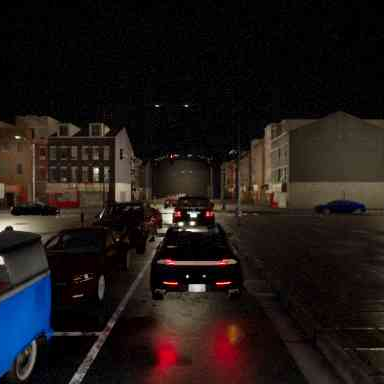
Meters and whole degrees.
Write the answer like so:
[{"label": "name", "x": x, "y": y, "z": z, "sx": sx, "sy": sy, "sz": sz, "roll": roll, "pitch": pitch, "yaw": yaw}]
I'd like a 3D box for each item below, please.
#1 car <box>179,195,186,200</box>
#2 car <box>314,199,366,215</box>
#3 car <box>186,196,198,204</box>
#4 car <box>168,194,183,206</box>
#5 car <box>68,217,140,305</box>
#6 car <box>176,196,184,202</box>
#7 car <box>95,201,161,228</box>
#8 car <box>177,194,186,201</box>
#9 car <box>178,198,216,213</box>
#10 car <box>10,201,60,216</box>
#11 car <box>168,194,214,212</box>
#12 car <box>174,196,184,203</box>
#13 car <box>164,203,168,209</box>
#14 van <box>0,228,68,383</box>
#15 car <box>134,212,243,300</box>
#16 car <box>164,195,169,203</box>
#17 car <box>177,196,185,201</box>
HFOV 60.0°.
[{"label": "car", "x": -2.736, "y": 1.538, "z": 94.261, "sx": 1.967, "sy": 1.590, "sz": 4.097, "roll": 0, "pitch": 0, "yaw": 0}, {"label": "car", "x": 14.963, "y": 1.497, "z": 33.795, "sx": 5.008, "sy": 1.535, "sz": 1.882, "roll": 0, "pitch": 0, "yaw": 0}, {"label": "car", "x": 0.032, "y": 1.534, "z": 64.765, "sx": 2.128, "sy": 1.511, "sz": 4.902, "roll": 0, "pitch": 0, "yaw": 0}, {"label": "car", "x": -2.700, "y": 1.345, "z": 56.273, "sx": 2.192, "sy": 1.841, "sz": 5.009, "roll": 0, "pitch": 0, "yaw": 0}, {"label": "car", "x": -2.651, "y": 1.544, "z": 8.142, "sx": 1.887, "sy": 1.381, "sz": 4.507, "roll": 0, "pitch": 0, "yaw": 0}, {"label": "car", "x": -2.719, "y": 1.590, "z": 77.811, "sx": 1.752, "sy": 1.417, "sz": 4.829, "roll": 0, "pitch": 0, "yaw": 0}, {"label": "car", "x": -2.657, "y": 1.315, "z": 13.576, "sx": 2.192, "sy": 1.841, "sz": 5.009, "roll": 0, "pitch": 0, "yaw": 0}, {"label": "car", "x": -2.732, "y": 1.401, "z": 88.835, "sx": 2.192, "sy": 1.841, "sz": 5.009, "roll": 0, "pitch": 0, "yaw": 0}, {"label": "car", "x": 0.453, "y": 1.490, "z": 38.028, "sx": 1.882, "sy": 1.535, "sz": 5.008, "roll": -2, "pitch": 1, "yaw": -32}, {"label": "car", "x": -14.483, "y": 1.572, "z": 30.866, "sx": 4.181, "sy": 1.385, "sz": 1.994, "roll": 0, "pitch": 0, "yaw": 0}, {"label": "car", "x": 0.082, "y": 1.223, "z": 18.530, "sx": 2.150, "sy": 2.045, "sz": 5.566, "roll": 0, "pitch": 0, "yaw": 0}, {"label": "car", "x": -2.714, "y": 1.606, "z": 72.553, "sx": 2.008, "sy": 1.369, "sz": 4.403, "roll": 0, "pitch": 0, "yaw": 0}, {"label": "car", "x": -2.661, "y": 1.547, "z": 19.009, "sx": 1.887, "sy": 1.381, "sz": 4.507, "roll": 0, "pitch": 0, "yaw": 0}, {"label": "van", "x": -2.646, "y": 1.341, "z": 2.708, "sx": 1.690, "sy": 1.788, "sz": 3.998, "roll": 0, "pitch": 0, "yaw": 0}, {"label": "car", "x": 0.090, "y": 1.491, "z": 8.337, "sx": 2.128, "sy": 1.511, "sz": 4.902, "roll": 0, "pitch": 0, "yaw": 0}, {"label": "car", "x": -2.689, "y": 1.334, "z": 45.419, "sx": 2.192, "sy": 1.841, "sz": 5.009, "roll": 0, "pitch": 0, "yaw": 0}, {"label": "car", "x": -2.725, "y": 1.641, "z": 83.407, "sx": 1.947, "sy": 1.339, "sz": 4.313, "roll": 0, "pitch": 0, "yaw": 0}]
